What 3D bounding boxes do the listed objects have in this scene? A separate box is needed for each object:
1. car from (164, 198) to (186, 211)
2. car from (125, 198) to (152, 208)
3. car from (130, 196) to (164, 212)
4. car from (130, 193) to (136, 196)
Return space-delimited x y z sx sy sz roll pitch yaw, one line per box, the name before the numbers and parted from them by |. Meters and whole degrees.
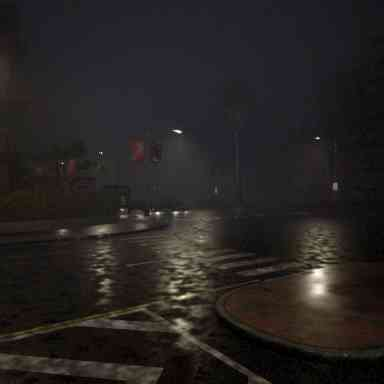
car | -2.550 1.526 40.691 1.812 1.442 4.674 0 0 -35
car | -7.785 1.601 48.140 1.895 1.301 4.718 0 0 -35
car | -5.846 1.547 39.287 2.033 1.411 5.357 0 0 -35
car | -13.507 1.220 68.396 2.150 2.045 5.566 0 0 -39
